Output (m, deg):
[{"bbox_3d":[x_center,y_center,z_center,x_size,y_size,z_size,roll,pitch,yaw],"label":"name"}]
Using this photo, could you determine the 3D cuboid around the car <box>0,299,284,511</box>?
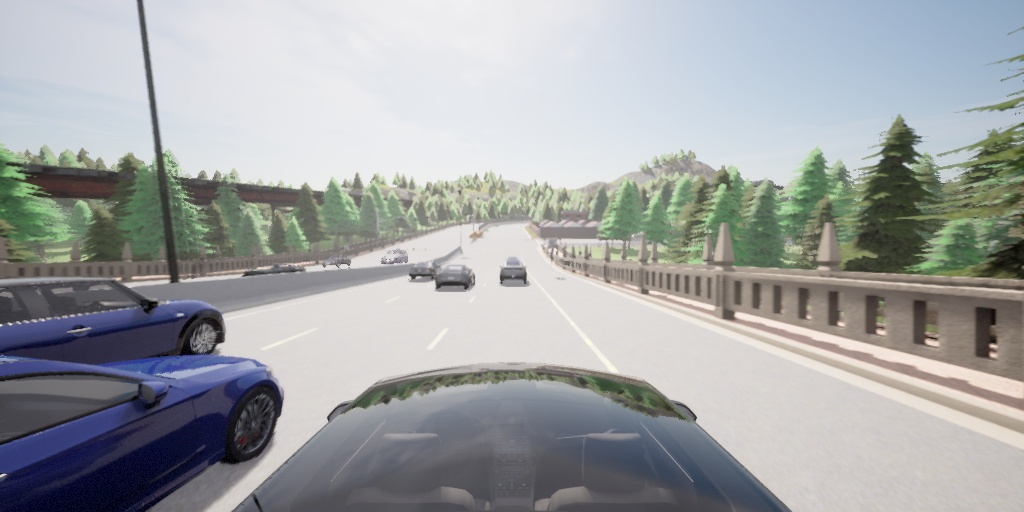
[{"bbox_3d":[-3.400,1.274,1.964,1.812,1.442,4.674,0,0,0],"label":"car"}]

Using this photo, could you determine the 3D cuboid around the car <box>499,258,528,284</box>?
[{"bbox_3d":[0.097,1.109,25.748,2.128,1.511,4.902,0,0,0],"label":"car"}]

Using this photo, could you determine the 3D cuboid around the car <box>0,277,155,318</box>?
[{"bbox_3d":[-6.900,1.081,5.434,2.097,1.767,4.553,0,0,0],"label":"car"}]

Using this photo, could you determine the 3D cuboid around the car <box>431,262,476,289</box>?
[{"bbox_3d":[-3.402,1.201,22.086,1.994,1.385,4.181,0,0,0],"label":"car"}]

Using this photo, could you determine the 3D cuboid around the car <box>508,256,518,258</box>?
[{"bbox_3d":[0.095,0.773,46.206,1.812,1.442,4.674,0,3,0],"label":"car"}]

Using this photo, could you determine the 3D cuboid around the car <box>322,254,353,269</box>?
[{"bbox_3d":[-21.005,0.564,43.201,2.128,1.511,4.902,0,2,0],"label":"car"}]

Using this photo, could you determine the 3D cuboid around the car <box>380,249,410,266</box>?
[{"bbox_3d":[-14.005,0.227,43.155,2.150,2.045,5.566,0,2,0],"label":"car"}]

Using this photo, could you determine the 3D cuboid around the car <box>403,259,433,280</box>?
[{"bbox_3d":[-6.903,1.144,29.348,2.033,1.411,5.357,0,0,0],"label":"car"}]

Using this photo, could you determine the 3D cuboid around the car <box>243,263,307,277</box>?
[{"bbox_3d":[-17.564,1.211,26.772,1.895,1.301,4.718,0,0,0],"label":"car"}]
